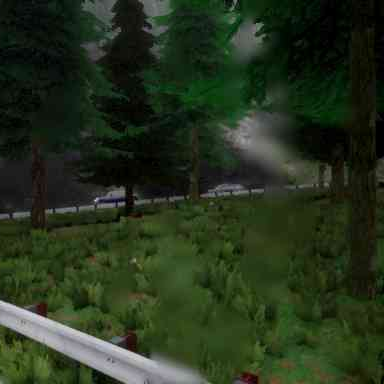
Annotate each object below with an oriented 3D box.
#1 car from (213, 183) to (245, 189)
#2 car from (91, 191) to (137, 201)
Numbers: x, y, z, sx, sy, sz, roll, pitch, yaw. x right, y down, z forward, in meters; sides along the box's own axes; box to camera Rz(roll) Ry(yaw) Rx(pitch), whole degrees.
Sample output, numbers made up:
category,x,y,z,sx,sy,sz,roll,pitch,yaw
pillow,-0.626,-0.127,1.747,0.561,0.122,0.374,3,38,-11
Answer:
category,x,y,z,sx,sy,sz,roll,pitch,yaw
car,3.602,-0.183,37.192,4.902,1.511,2.128,-4,1,-9
car,-7.694,0.592,32.751,4.553,1.767,2.097,-5,3,-29
